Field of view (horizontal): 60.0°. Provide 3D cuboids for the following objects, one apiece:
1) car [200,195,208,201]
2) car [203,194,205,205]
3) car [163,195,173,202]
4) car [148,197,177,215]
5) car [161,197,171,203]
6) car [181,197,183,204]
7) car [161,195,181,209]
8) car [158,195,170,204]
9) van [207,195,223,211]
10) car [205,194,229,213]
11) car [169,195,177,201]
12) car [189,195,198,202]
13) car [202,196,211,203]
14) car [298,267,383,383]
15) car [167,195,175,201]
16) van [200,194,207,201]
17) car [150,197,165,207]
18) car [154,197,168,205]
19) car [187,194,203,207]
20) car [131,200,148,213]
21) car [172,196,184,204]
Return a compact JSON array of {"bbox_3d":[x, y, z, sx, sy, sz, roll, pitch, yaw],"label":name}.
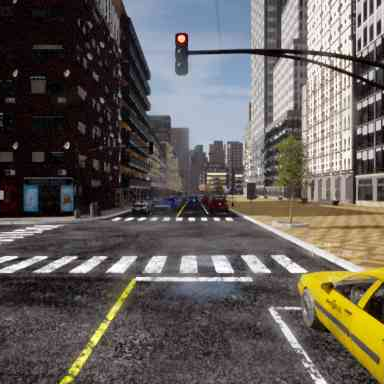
[{"bbox_3d":[3.076,1.609,86.292,1.752,1.417,4.829,0,0,0],"label":"car"},{"bbox_3d":[2.949,1.351,58.488,2.192,1.841,5.009,0,0,0],"label":"car"},{"bbox_3d":[-5.355,1.502,75.107,1.967,1.590,4.097,0,0,0],"label":"car"},{"bbox_3d":[-2.944,1.556,34.111,2.033,1.411,5.357,0,0,0],"label":"car"},{"bbox_3d":[-5.380,1.635,69.580,1.802,1.307,4.206,0,0,0],"label":"car"},{"bbox_3d":[-2.826,1.533,53.743,1.837,1.490,4.892,0,0,1],"label":"car"},{"bbox_3d":[-2.889,1.494,43.930,1.882,1.535,5.008,0,0,0],"label":"car"},{"bbox_3d":[-5.405,1.485,64.053,1.967,1.590,4.097,0,0,0],"label":"car"},{"bbox_3d":[2.874,1.356,41.909,1.690,1.788,3.998,0,0,0],"label":"van"},{"bbox_3d":[2.849,1.325,36.383,2.192,1.841,5.009,0,0,0],"label":"car"},{"bbox_3d":[-5.279,1.639,91.685,1.887,1.381,4.507,0,0,0],"label":"car"},{"bbox_3d":[0.350,1.565,76.587,1.837,1.490,4.892,0,0,0],"label":"car"},{"bbox_3d":[3.000,1.598,69.542,1.887,1.381,4.507,0,0,0],"label":"car"},{"bbox_3d":[2.705,1.525,4.140,1.752,1.417,4.829,0,0,0],"label":"car"},{"bbox_3d":[-5.305,1.608,85.990,1.752,1.417,4.829,0,0,0],"label":"car"},{"bbox_3d":[3.099,1.436,91.648,1.690,1.788,3.998,0,0,0],"label":"van"},{"bbox_3d":[-5.455,1.578,53.000,2.008,1.369,4.403,0,0,0],"label":"car"},{"bbox_3d":[-5.430,1.580,58.526,1.887,1.381,4.507,0,0,0],"label":"car"},{"bbox_3d":[0.337,1.379,53.169,2.097,1.767,4.553,0,0,0],"label":"car"},{"bbox_3d":[-5.529,1.561,36.420,2.008,1.369,4.403,0,0,0],"label":"car"},{"bbox_3d":[-2.712,1.536,63.988,2.128,1.511,4.902,0,0,0],"label":"car"}]
